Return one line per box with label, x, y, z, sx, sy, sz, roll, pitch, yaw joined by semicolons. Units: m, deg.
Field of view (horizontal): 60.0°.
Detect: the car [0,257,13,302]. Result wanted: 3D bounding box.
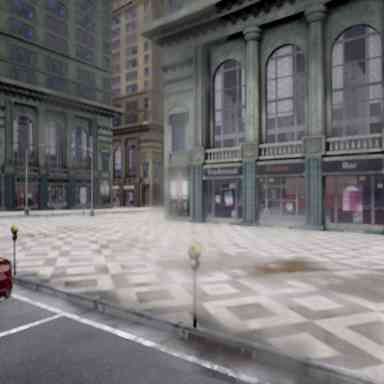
car;-5.490;1.559;6.901;4.507;1.381;1.887;0;0;36
